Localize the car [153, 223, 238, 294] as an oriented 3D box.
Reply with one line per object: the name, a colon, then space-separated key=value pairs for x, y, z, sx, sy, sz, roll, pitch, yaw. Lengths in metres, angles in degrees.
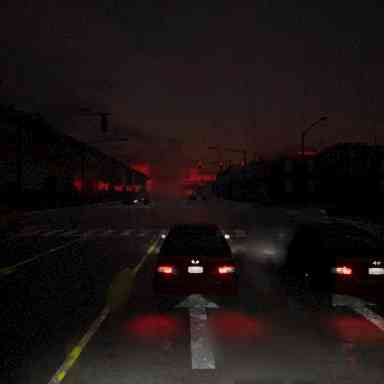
car: x=0.086 y=1.547 z=8.920 sx=2.033 sy=1.411 sz=5.357 roll=0 pitch=0 yaw=0

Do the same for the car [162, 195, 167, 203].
car: x=-6.877 y=1.546 z=68.043 sx=2.033 sy=1.411 sz=5.357 roll=0 pitch=0 yaw=0

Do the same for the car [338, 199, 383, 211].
car: x=20.614 y=1.547 z=39.847 sx=5.357 sy=1.411 sz=2.033 roll=0 pitch=0 yaw=0

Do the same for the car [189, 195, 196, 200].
car: x=0.184 y=1.500 z=93.713 sx=1.837 sy=1.490 sz=4.892 roll=0 pitch=0 yaw=0

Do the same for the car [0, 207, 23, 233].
car: x=-10.567 y=1.477 z=16.949 sx=1.882 sy=1.535 sz=5.008 roll=0 pitch=0 yaw=0

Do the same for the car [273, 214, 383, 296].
car: x=3.578 y=1.547 z=8.814 sx=2.033 sy=1.411 sz=5.357 roll=0 pitch=0 yaw=2

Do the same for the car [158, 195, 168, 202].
car: x=-6.846 y=1.500 z=78.486 sx=1.837 sy=1.490 sz=4.892 roll=0 pitch=0 yaw=0

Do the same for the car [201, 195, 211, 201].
car: x=3.666 y=1.553 z=84.154 sx=1.994 sy=1.385 sz=4.181 roll=0 pitch=0 yaw=0

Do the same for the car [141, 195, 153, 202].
car: x=-10.348 y=1.525 z=77.339 sx=2.128 sy=1.511 sz=4.902 roll=0 pitch=0 yaw=0

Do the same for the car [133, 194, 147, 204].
car: x=-10.386 y=1.352 z=66.906 sx=2.097 sy=1.767 sz=4.553 roll=0 pitch=0 yaw=0

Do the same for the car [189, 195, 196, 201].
car: x=0.164 y=1.540 z=83.204 sx=2.033 sy=1.411 sz=5.357 roll=0 pitch=0 yaw=0

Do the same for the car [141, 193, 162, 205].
car: x=-6.974 y=1.221 z=57.564 sx=2.150 sy=2.045 sz=5.566 roll=0 pitch=0 yaw=0

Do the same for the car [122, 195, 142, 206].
car: x=-10.474 y=1.547 z=56.697 sx=2.033 sy=1.411 sz=5.357 roll=0 pitch=0 yaw=0

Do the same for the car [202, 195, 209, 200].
car: x=3.685 y=1.524 z=93.968 sx=1.812 sy=1.442 sz=4.674 roll=0 pitch=0 yaw=0

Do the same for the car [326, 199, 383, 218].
car: x=14.480 y=1.477 z=29.286 sx=5.008 sy=1.535 sz=1.882 roll=0 pitch=0 yaw=2
